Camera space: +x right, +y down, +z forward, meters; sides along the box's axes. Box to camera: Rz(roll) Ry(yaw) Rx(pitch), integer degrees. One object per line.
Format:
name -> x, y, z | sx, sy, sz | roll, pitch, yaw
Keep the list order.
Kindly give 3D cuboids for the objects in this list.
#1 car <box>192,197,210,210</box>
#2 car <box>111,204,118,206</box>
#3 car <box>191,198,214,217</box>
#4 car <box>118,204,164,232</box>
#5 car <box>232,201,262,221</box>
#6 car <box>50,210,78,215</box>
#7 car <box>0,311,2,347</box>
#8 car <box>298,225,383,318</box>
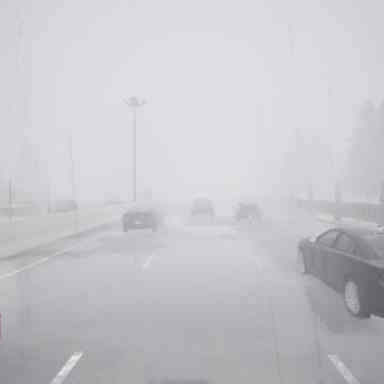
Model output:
car -> 1.113, 1.489, 43.154 | 2.128, 1.511, 4.902 | 0, 0, -1
car -> -9.546, 1.545, 39.879 | 2.033, 1.411, 5.357 | 0, 0, 1
car -> 0.995, 1.350, 31.546 | 2.097, 1.767, 4.553 | 0, 0, 2
car -> -2.814, 1.476, 20.093 | 1.882, 1.535, 5.008 | 0, 0, 2
car -> 4.368, 1.503, 26.774 | 1.837, 1.490, 4.892 | 0, 0, 2
car -> -13.164, 1.489, 34.084 | 2.128, 1.511, 4.902 | 0, 0, 1
car -> -3.315, 1.219, 1.457 | 2.150, 2.045, 5.566 | 0, 0, 2
car -> 3.847, 1.477, 7.385 | 1.882, 1.535, 5.008 | 0, 0, 2
